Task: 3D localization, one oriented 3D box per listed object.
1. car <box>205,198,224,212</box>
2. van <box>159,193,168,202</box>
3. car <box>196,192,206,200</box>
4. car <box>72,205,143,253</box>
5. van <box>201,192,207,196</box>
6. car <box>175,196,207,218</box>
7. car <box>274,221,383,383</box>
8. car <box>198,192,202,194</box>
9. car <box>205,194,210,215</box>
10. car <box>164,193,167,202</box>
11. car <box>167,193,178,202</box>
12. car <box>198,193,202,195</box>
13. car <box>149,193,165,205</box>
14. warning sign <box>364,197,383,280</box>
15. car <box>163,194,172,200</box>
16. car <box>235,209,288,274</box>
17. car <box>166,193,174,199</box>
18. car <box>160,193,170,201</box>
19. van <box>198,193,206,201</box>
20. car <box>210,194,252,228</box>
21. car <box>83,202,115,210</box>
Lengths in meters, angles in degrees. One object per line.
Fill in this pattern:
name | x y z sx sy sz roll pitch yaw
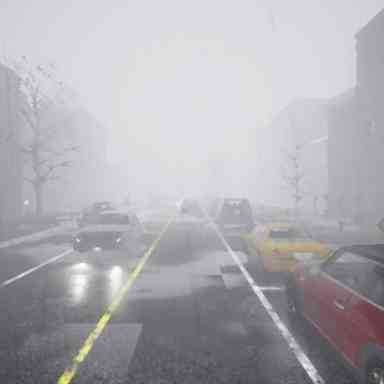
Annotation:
car | 2.489 1.428 37.837 1.802 1.307 4.206 -1 0 0
van | -6.076 1.070 71.077 1.690 1.788 3.998 -1 0 0
car | 2.244 0.985 82.222 2.192 1.841 5.009 -1 0 0
car | -3.169 1.498 13.692 2.033 1.411 5.357 0 0 -1
van | 2.456 1.166 43.384 1.690 1.788 3.998 -1 0 0
car | -0.088 1.377 29.215 2.128 1.511 4.902 0 0 0
car | 2.669 1.417 4.547 1.967 1.590 4.097 -1 0 0
car | 2.308 1.296 71.126 1.802 1.307 4.206 -1 0 0
car | 2.518 1.309 32.288 1.967 1.590 4.097 -1 0 0
car | -6.045 1.066 65.529 2.192 1.841 5.009 -1 0 0
car | -3.355 1.342 65.626 1.895 1.301 4.718 0 0 0
car | 2.368 1.340 60.030 1.802 1.307 4.206 -1 0 0
car | -5.982 1.346 54.434 2.008 1.369 4.403 -1 0 0
warning sign | 5.040 1.075 7.953 1.300 1.860 1.060 0 1 0
car | -6.134 1.229 82.175 1.887 1.381 4.507 -1 0 0
car | 2.638 1.480 10.265 1.752 1.417 4.829 -1 0 0
car | -6.196 1.080 93.271 1.967 1.590 4.097 -1 0 0
car | -6.105 1.147 76.626 1.967 1.590 4.097 -1 0 0
van | 2.275 1.033 76.673 1.690 1.788 3.998 -1 0 0
car | 2.576 1.227 21.191 2.192 1.841 5.009 -1 0 0
car | -5.802 1.367 21.143 1.967 1.590 4.097 -1 0 0
